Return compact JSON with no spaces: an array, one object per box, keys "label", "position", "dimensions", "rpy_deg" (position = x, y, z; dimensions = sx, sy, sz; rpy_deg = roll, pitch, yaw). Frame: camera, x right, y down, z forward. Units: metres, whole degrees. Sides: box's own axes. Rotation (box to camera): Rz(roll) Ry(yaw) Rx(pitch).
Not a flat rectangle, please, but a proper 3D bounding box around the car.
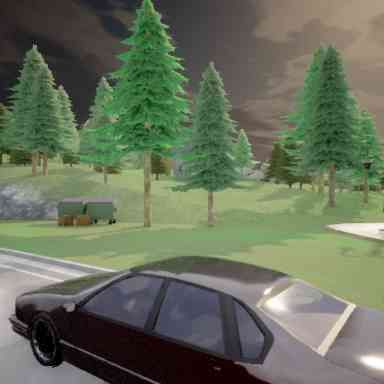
[{"label":"car","position":[-0.044,1.547,4.024],"dimensions":[5.357,1.411,2.033],"rpy_deg":[0,0,36]}]
